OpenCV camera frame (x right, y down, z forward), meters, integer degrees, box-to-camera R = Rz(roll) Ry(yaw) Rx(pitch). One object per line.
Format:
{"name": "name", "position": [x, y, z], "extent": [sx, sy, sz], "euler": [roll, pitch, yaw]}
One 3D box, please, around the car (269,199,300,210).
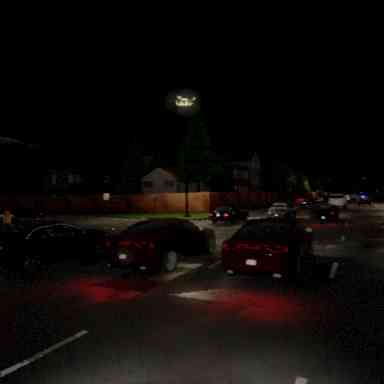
{"name": "car", "position": [7.800, 1.657, 28.812], "extent": [1.812, 1.442, 4.674], "euler": [-2, -1, 26]}

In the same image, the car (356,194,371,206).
{"name": "car", "position": [27.503, 1.493, 53.154], "extent": [2.033, 1.411, 5.357], "euler": [-2, -1, 26]}

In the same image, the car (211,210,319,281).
{"name": "car", "position": [2.510, 1.530, 10.185], "extent": [1.882, 1.535, 5.008], "euler": [-2, -1, 26]}

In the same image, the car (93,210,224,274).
{"name": "car", "position": [-0.809, 1.618, 11.370], "extent": [1.882, 1.535, 5.008], "euler": [-2, -1, 26]}

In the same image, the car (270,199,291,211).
{"name": "car", "position": [12.291, 1.775, 45.820], "extent": [1.994, 1.385, 4.181], "euler": [-2, -1, 26]}

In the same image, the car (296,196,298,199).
{"name": "car", "position": [20.854, 1.555, 63.190], "extent": [2.097, 1.767, 4.553], "euler": [-2, -1, 26]}

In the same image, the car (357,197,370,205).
{"name": "car", "position": [30.039, 1.544, 58.292], "extent": [1.895, 1.301, 4.718], "euler": [-2, -1, 26]}

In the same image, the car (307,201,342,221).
{"name": "car", "position": [10.979, 1.645, 27.344], "extent": [1.895, 1.301, 4.718], "euler": [-2, -1, 26]}

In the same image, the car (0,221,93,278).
{"name": "car", "position": [-4.793, 1.721, 11.201], "extent": [2.128, 1.511, 4.902], "euler": [-2, -1, 26]}

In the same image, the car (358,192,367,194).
{"name": "car", "position": [34.144, 1.071, 66.637], "extent": [2.150, 2.045, 5.566], "euler": [-2, -1, 26]}

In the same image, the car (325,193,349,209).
{"name": "car", "position": [19.880, 1.257, 45.405], "extent": [2.150, 2.045, 5.566], "euler": [-2, -1, 26]}

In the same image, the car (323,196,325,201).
{"name": "car", "position": [31.632, 1.635, 77.339], "extent": [2.128, 1.511, 4.902], "euler": [-2, -1, 27]}

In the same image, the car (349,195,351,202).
{"name": "car", "position": [35.188, 1.248, 76.655], "extent": [2.150, 2.045, 5.566], "euler": [-2, -1, 27]}

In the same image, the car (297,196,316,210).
{"name": "car", "position": [16.165, 1.615, 45.768], "extent": [2.128, 1.511, 4.902], "euler": [-2, -1, 26]}

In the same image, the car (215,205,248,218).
{"name": "car", "position": [3.067, 1.768, 27.133], "extent": [2.033, 1.411, 5.357], "euler": [-2, -1, 26]}

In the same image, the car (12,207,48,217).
{"name": "car", "position": [-20.648, 2.518, 42.213], "extent": [4.718, 1.301, 1.895], "euler": [-2, -1, 27]}
